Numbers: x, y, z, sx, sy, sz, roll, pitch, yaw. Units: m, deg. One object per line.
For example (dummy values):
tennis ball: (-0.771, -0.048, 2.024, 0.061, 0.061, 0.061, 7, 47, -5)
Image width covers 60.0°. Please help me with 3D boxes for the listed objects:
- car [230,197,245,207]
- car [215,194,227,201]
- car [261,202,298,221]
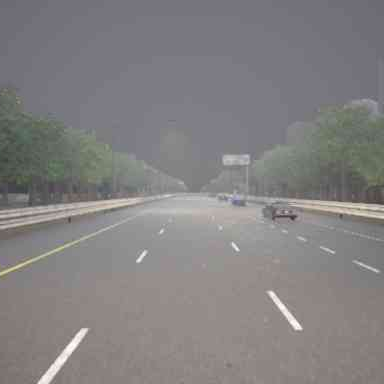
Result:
car: (7.160, 1.487, 52.352, 1.882, 1.535, 5.008, 0, 0, 0)
car: (7.366, 1.317, 80.847, 2.097, 1.767, 4.553, 0, 0, 0)
car: (7.046, 1.546, 27.180, 2.033, 1.411, 5.357, 0, 0, 0)
